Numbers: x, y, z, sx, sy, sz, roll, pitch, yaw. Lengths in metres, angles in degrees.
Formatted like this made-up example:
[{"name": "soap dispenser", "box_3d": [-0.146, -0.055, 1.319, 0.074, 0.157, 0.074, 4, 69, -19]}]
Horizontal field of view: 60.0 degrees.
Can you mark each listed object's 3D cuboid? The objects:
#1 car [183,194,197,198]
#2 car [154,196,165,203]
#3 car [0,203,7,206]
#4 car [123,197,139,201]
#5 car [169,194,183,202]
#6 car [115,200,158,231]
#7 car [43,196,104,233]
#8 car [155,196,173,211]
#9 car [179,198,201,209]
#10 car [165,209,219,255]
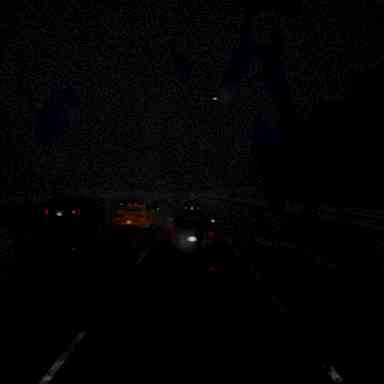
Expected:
[{"name": "car", "box_3d": [-0.004, 1.537, 50.921, 1.882, 1.535, 5.008, 0, 0, 0]}, {"name": "car", "box_3d": [-7.007, 1.636, 72.624, 1.895, 1.301, 4.718, 0, 0, 0]}, {"name": "car", "box_3d": [-17.591, 1.653, 29.343, 1.895, 1.301, 4.718, 0, 0, 0]}, {"name": "car", "box_3d": [-7.002, 1.411, 38.858, 2.097, 1.767, 4.553, 0, 0, 0]}, {"name": "car", "box_3d": [-3.507, 1.593, 72.590, 1.994, 1.385, 4.181, 0, 0, 0]}, {"name": "car", "box_3d": [-3.502, 1.518, 20.936, 1.882, 1.535, 5.008, 0, 0, 0]}, {"name": "car", "box_3d": [-7.002, 1.261, 20.222, 2.150, 2.045, 5.566, 0, 0, 0]}, {"name": "car", "box_3d": [-3.502, 1.565, 37.414, 1.837, 1.490, 4.892, 0, 0, 0]}, {"name": "car", "box_3d": [-0.004, 1.604, 34.408, 2.033, 1.411, 5.357, 0, 0, 0]}, {"name": "car", "box_3d": [-0.002, 1.589, 13.419, 1.994, 1.385, 4.181, 0, 0, 0]}]
